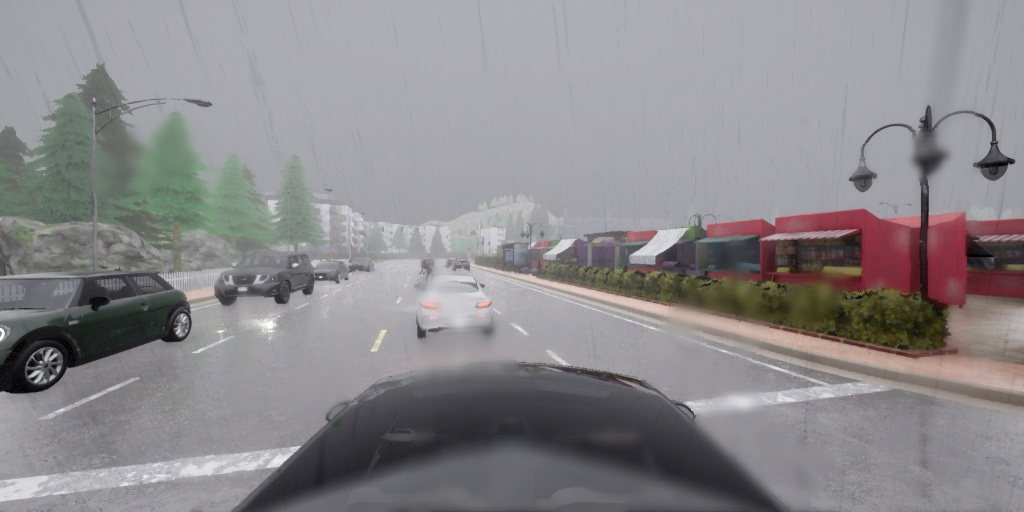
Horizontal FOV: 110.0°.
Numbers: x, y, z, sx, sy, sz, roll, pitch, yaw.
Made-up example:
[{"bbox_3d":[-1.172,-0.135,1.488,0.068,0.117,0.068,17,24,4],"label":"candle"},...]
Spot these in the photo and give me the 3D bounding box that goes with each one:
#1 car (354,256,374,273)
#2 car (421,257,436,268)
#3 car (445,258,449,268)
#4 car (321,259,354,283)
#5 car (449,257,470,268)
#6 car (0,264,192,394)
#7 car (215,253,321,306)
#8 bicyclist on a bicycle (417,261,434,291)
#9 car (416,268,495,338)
[{"bbox_3d":[-15.940,0.844,37.868,2.097,1.767,4.553,0,1,-14],"label":"car"},{"bbox_3d":[-11.830,0.904,50.835,1.837,1.490,4.892,0,0,-14],"label":"car"},{"bbox_3d":[-8.441,0.873,51.392,1.882,1.535,5.008,0,0,-14],"label":"car"},{"bbox_3d":[-12.852,1.089,25.352,1.837,1.490,4.892,0,0,-14],"label":"car"},{"bbox_3d":[-6.079,0.967,42.357,1.837,1.490,4.892,0,0,-14],"label":"car"},{"bbox_3d":[-8.133,1.076,6.352,2.097,1.767,4.553,0,0,-13],"label":"car"},{"bbox_3d":[-10.458,0.876,15.755,2.150,2.045,5.566,0,0,-14],"label":"car"},{"bbox_3d":[-4.683,1.079,19.768,0.582,1.620,1.656,0,1,24],"label":"bicyclist on a bicycle"},{"bbox_3d":[-1.660,1.224,9.975,1.812,1.442,4.674,0,0,-13],"label":"car"}]
